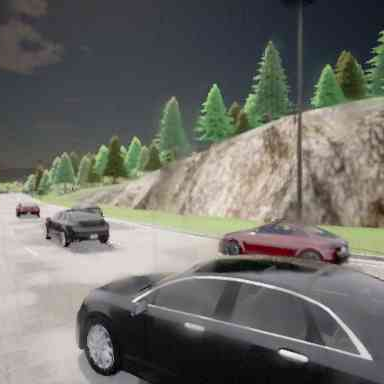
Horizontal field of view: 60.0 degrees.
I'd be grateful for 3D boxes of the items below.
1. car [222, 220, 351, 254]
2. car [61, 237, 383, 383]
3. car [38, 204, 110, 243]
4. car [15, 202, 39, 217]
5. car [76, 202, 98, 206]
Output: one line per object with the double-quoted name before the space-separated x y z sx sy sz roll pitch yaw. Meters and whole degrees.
"car" 2.943 1.637 11.065 4.181 1.385 1.994 0 0 41
"car" 0.591 1.529 3.903 4.892 1.490 1.837 0 0 38
"car" -5.368 1.534 15.237 1.837 1.490 4.892 0 0 -37
"car" -15.673 1.624 31.522 1.895 1.301 4.718 1 0 -31
"car" -8.589 1.546 26.580 2.128 1.511 4.902 1 0 -32
